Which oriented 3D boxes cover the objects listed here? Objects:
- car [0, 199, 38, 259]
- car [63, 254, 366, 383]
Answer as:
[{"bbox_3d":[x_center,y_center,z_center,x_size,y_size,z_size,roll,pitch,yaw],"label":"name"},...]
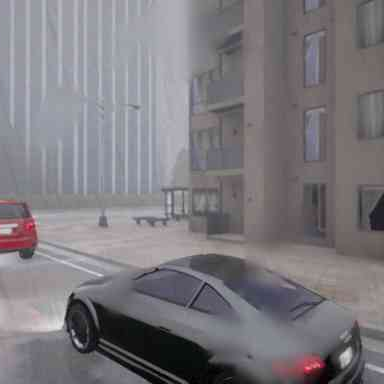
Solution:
[{"bbox_3d":[-7.401,1.264,11.839,2.150,2.045,5.566,0,0,-44],"label":"car"},{"bbox_3d":[0.004,1.579,4.564,4.181,1.385,1.994,0,0,42],"label":"car"}]
